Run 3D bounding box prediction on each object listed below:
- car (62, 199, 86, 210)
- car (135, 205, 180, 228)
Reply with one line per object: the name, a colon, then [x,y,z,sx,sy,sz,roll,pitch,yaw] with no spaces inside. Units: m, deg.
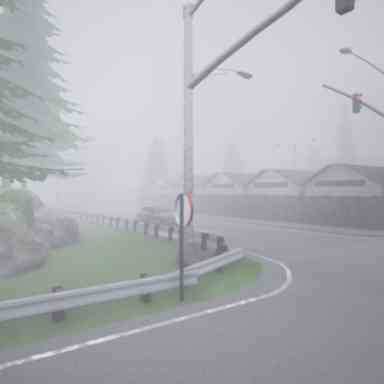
car: [-16.256,1.698,46.152,2.033,1.411,5.357,0,0,-1]
car: [-2.255,1.672,22.714,1.837,1.490,4.892,0,0,-35]
